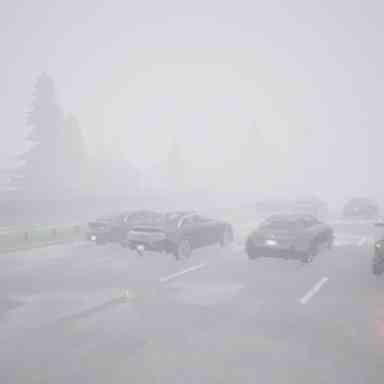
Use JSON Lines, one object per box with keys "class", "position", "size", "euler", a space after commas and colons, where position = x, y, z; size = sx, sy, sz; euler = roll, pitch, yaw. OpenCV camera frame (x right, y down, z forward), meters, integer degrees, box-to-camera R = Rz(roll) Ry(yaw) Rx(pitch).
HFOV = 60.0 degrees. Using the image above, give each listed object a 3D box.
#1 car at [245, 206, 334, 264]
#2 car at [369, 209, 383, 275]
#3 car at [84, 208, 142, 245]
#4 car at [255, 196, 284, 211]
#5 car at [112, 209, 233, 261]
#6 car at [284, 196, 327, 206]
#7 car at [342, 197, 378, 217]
{"class": "car", "position": [3.421, 1.400, 11.317], "size": [1.994, 1.385, 4.181], "euler": [-2, 0, 34]}
{"class": "car", "position": [6.030, 1.294, 8.959], "size": [1.812, 1.442, 4.674], "euler": [-2, 0, 34]}
{"class": "car", "position": [-2.513, 1.504, 15.040], "size": [1.837, 1.490, 4.892], "euler": [-2, 0, 34]}
{"class": "car", "position": [7.272, 1.103, 29.379], "size": [1.882, 1.535, 5.008], "euler": [-2, 0, 34]}
{"class": "car", "position": [-0.221, 1.435, 12.192], "size": [2.128, 1.511, 4.902], "euler": [-2, 0, 34]}
{"class": "car", "position": [9.269, 1.073, 26.095], "size": [2.128, 1.511, 4.902], "euler": [-2, 0, 34]}
{"class": "car", "position": [12.421, 1.056, 24.505], "size": [1.994, 1.385, 4.181], "euler": [-2, 0, 34]}
